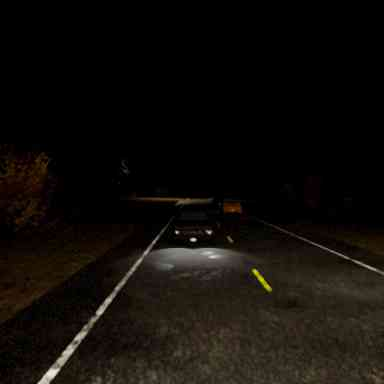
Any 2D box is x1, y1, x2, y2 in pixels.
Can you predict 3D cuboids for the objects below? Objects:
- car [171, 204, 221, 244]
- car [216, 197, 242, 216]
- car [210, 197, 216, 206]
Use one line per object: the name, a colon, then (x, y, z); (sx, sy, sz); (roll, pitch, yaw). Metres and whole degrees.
car: (0.061, 1.543, 16.136); (2.033, 1.411, 5.357); (0, 0, 0)
car: (3.707, 1.468, 32.683); (1.882, 1.535, 5.008); (0, 0, 0)
car: (3.724, 1.487, 46.947); (1.837, 1.490, 4.892); (0, 0, 1)
